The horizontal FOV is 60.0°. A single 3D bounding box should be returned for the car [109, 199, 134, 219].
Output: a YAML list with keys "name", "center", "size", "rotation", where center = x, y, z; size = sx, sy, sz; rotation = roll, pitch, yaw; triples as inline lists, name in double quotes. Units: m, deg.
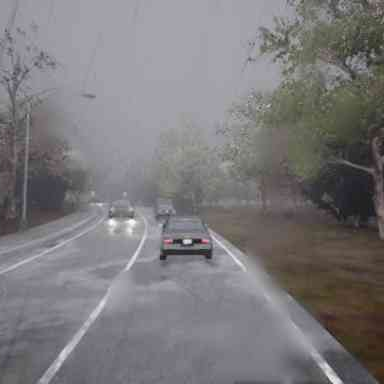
- name: "car"
  center: [-6.366, 1.441, 30.124]
  size: [2.097, 1.767, 4.553]
  rotation: [1, 0, -12]

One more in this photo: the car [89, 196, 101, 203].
- name: "car"
  center: [-19.978, 1.580, 68.711]
  size: [1.895, 1.301, 4.718]
  rotation: [2, -1, -25]

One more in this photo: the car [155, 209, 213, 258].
- name: "car"
  center: [-0.320, 1.614, 12.966]
  size: [2.033, 1.411, 5.357]
  rotation: [0, 0, -4]

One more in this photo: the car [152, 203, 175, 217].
- name: "car"
  center: [-2.585, 1.697, 30.339]
  size: [2.033, 1.411, 5.357]
  rotation: [1, 0, -11]
